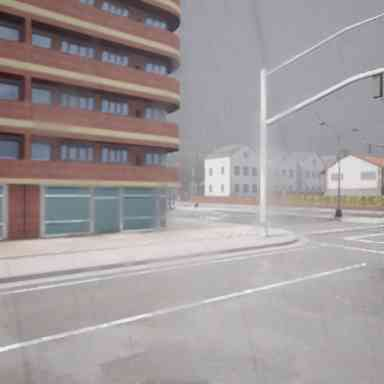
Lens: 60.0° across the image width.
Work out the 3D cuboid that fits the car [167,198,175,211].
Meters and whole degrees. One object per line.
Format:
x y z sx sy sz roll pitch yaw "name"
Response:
-4.330 1.345 41.781 2.150 2.045 5.566 0 0 -35 "car"
